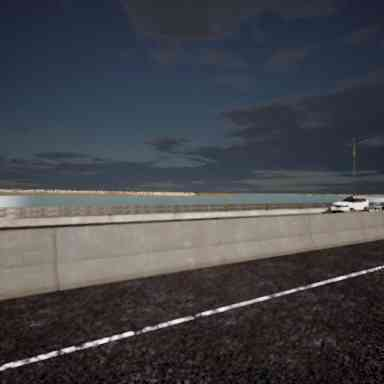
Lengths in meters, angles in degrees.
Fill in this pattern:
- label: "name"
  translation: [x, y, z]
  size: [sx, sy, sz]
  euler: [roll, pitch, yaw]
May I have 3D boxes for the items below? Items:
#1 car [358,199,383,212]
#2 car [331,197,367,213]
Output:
- label: "car"
  translation: [20.752, 1.852, 36.282]
  size: [4.902, 1.511, 2.128]
  euler: [1, 0, -35]
- label: "car"
  translation: [18.669, 1.585, 39.100]
  size: [5.566, 2.045, 2.150]
  euler: [1, 0, -35]
